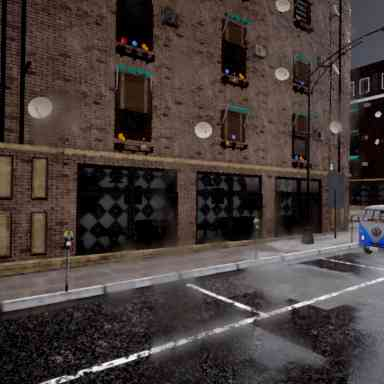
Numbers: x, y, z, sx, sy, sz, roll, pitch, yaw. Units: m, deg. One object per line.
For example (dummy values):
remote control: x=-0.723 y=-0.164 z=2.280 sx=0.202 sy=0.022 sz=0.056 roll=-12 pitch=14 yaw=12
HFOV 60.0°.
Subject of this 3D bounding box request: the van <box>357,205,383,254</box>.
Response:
van: x=7.671 y=1.345 z=12.104 sx=3.998 sy=1.788 sz=1.690 roll=0 pitch=1 yaw=-35
